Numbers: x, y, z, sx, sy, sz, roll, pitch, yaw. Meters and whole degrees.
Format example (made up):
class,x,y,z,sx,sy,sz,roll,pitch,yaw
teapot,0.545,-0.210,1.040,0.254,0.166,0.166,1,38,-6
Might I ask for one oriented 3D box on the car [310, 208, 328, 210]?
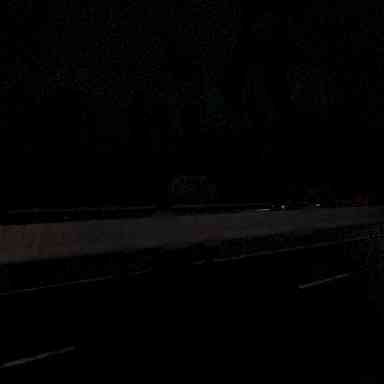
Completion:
class,x,y,z,sx,sy,sz,roll,pitch,yaw
car,16.547,1.503,41.559,4.892,1.490,1.837,0,0,-35

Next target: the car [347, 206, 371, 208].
class,x,y,z,sx,sy,sz,roll,pitch,yaw
car,21.286,1.217,40.635,5.566,2.045,2.150,0,0,-35

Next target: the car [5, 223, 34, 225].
class,x,y,z,sx,sy,sz,roll,pitch,yaw
car,-9.531,1.475,14.386,5.008,1.535,1.882,0,0,-35
